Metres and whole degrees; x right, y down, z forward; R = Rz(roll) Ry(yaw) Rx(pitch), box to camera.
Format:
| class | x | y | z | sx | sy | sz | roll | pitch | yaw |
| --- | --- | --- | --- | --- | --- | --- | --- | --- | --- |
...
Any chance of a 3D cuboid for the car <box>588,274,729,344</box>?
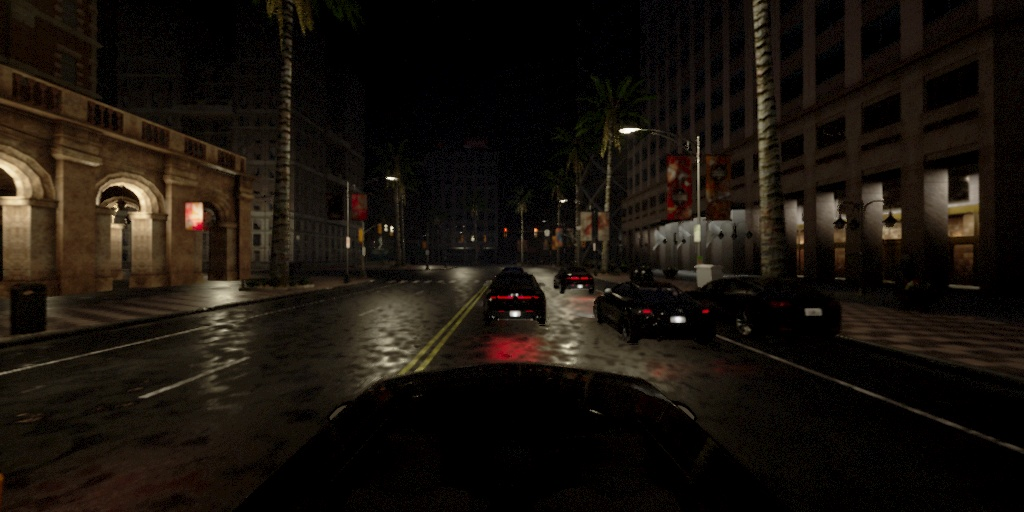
| class | x | y | z | sx | sy | sz | roll | pitch | yaw |
| --- | --- | --- | --- | --- | --- | --- | --- | --- | --- |
| car | 3.584 | 1.357 | 9.757 | 1.994 | 1.385 | 4.181 | 0 | 0 | 0 |

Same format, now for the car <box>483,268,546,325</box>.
| class | x | y | z | sx | sy | sz | roll | pitch | yaw |
| --- | --- | --- | --- | --- | --- | --- | --- | --- | --- |
| car | 0.076 | 1.309 | 12.052 | 1.837 | 1.490 | 4.892 | 0 | 0 | 0 |

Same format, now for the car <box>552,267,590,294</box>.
| class | x | y | z | sx | sy | sz | roll | pitch | yaw |
| --- | --- | --- | --- | --- | --- | --- | --- | --- | --- |
| car | 3.553 | 1.359 | 21.162 | 1.837 | 1.490 | 4.892 | 0 | 0 | 0 |
